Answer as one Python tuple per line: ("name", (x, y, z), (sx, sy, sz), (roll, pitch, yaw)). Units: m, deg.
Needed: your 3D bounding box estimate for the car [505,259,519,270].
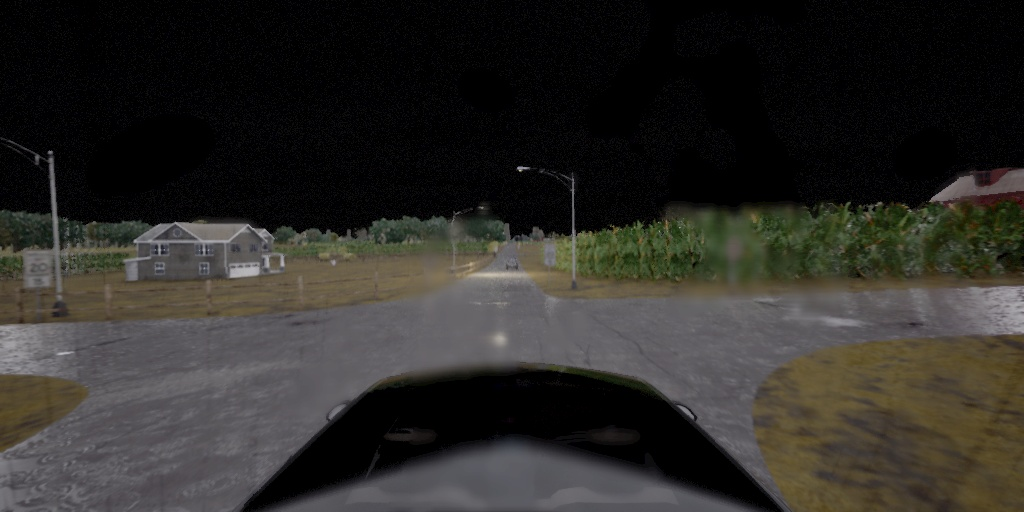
("car", (0.004, 1.311, 56.383), (2.128, 1.511, 4.902), (0, 1, 0))
